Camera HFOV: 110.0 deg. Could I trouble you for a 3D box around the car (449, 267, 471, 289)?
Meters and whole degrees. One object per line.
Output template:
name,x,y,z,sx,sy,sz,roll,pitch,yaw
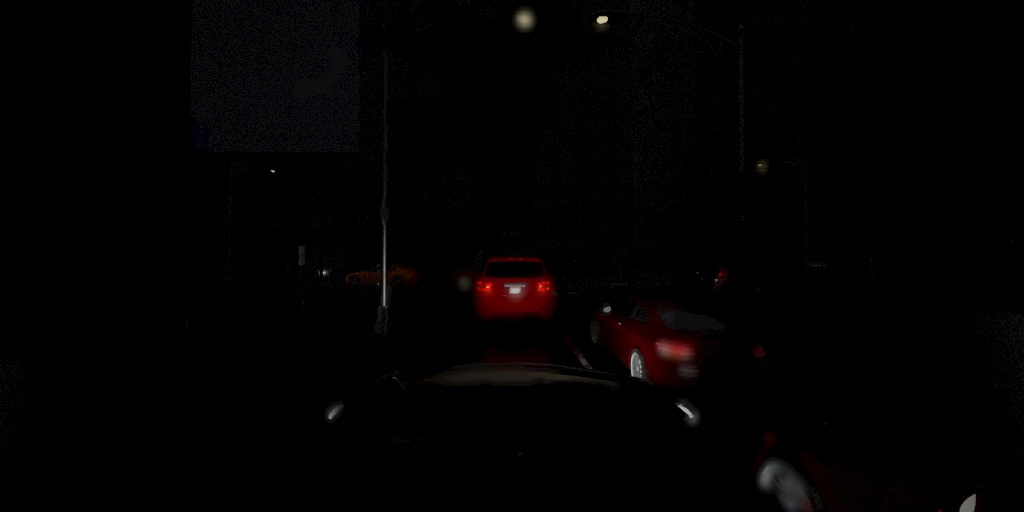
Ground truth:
car,-1.395,1.244,22.627,5.008,1.535,1.882,0,-1,0

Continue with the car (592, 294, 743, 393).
car,2.630,1.338,6.444,1.802,1.307,4.207,0,0,0

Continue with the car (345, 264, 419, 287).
car,-9.228,1.371,25.597,5.008,1.535,1.882,-1,-1,0

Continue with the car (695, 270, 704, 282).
car,15.731,1.256,25.541,4.718,1.301,1.895,0,-1,0

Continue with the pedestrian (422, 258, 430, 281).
pedestrian,-6.874,1.067,28.509,0.375,1.860,0.375,0,-1,0

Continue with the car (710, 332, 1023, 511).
car,2.640,1.331,1.005,1.802,1.307,4.207,0,0,0

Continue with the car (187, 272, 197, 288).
car,-23.053,1.516,22.678,4.892,1.490,1.837,-1,-1,0

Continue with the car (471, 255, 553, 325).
car,0.052,0.987,12.038,2.150,2.045,5.566,0,0,-1

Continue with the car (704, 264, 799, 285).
car,15.123,1.202,22.593,4.718,1.301,1.895,0,-1,0
